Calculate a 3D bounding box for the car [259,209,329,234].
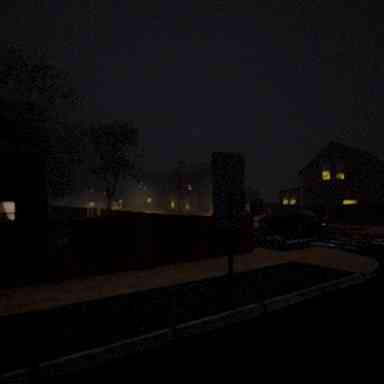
[{"bbox_3d":[6.669,1.878,22.338,1.882,1.535,5.008,-1,-1,-34],"label":"car"}]
